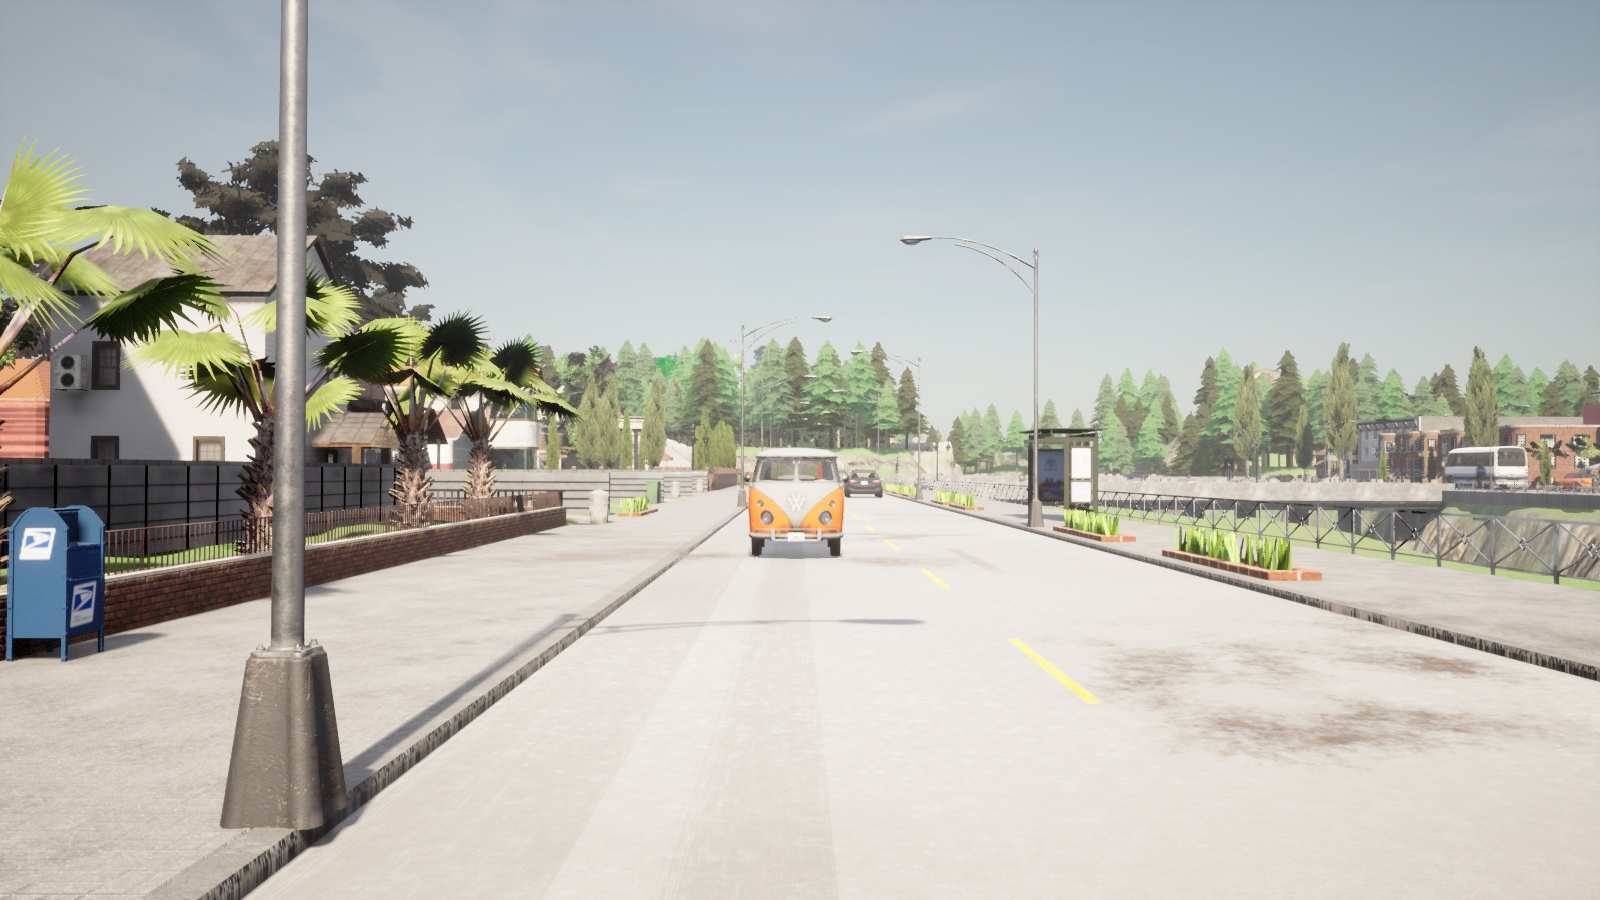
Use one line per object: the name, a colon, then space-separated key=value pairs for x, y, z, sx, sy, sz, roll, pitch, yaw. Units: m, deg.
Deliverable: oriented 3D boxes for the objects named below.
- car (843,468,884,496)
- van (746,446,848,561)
car: x=3.808 y=1.915 z=75.878 sx=2.242 sy=1.667 sz=4.611 roll=0 pitch=-1 yaw=0
van: x=-0.062 y=0.971 z=24.086 sx=1.775 sy=1.987 sz=4.442 roll=0 pitch=-1 yaw=0
